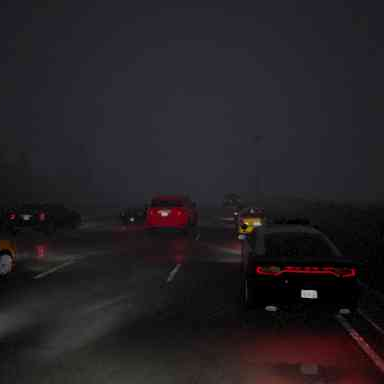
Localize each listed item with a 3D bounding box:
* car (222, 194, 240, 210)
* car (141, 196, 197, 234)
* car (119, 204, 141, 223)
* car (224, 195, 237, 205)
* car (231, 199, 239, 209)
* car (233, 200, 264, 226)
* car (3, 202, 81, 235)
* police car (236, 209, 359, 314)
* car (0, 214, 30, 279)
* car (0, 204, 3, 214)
[{"bbox_3d":[5.123,1.220,43.777,2.150,2.045,5.566,0,0,7],"label":"car"},{"bbox_3d":[-1.036,1.221,19.300,2.150,2.045,5.566,0,0,7],"label":"car"},{"bbox_3d":[-3.894,1.600,25.263,1.895,1.301,4.718,0,0,6],"label":"car"},{"bbox_3d":[6.732,1.350,58.143,2.097,1.767,4.553,0,0,6],"label":"car"},{"bbox_3d":[3.926,1.505,23.667,1.837,1.490,4.892,0,0,6],"label":"car"},{"bbox_3d":[3.279,1.455,17.894,1.801,1.575,5.366,0,0,6],"label":"car"},{"bbox_3d":[-8.126,1.350,18.937,2.097,1.767,4.553,0,0,6],"label":"car"},{"bbox_3d":[2.157,1.425,7.876,1.930,1.638,5.238,0,0,6],"label":"police car"},{"bbox_3d":[-5.928,1.477,7.120,1.882,1.535,5.008,0,0,6],"label":"car"},{"bbox_3d":[-11.432,1.491,20.854,2.128,1.511,4.902,0,0,6],"label":"car"}]
